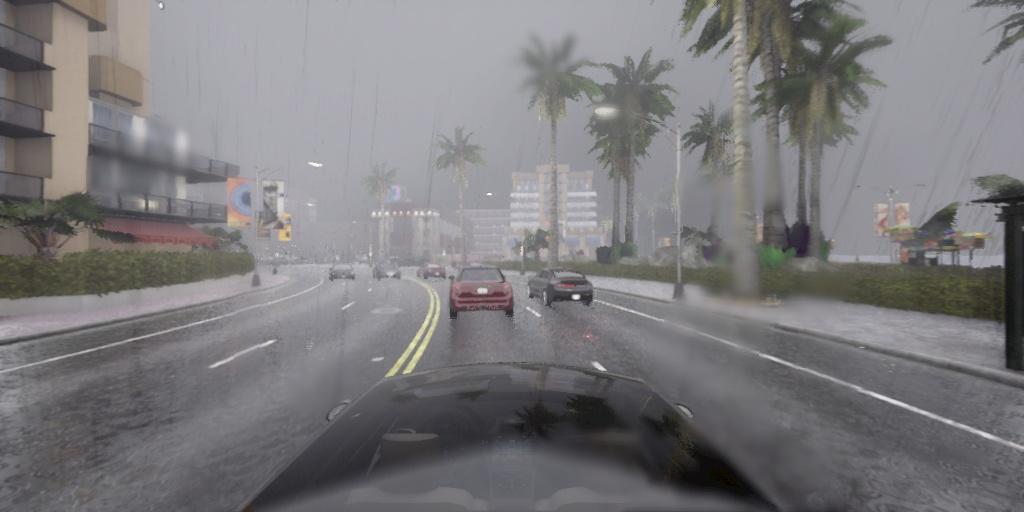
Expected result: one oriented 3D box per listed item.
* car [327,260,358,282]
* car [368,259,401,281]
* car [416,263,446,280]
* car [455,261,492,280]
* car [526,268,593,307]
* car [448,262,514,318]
[{"bbox_3d":[-14.422,1.352,30.470,1.812,1.442,4.674,0,0,-28],"label":"car"},{"bbox_3d":[-10.940,1.303,31.262,2.128,1.511,4.902,0,0,-28],"label":"car"},{"bbox_3d":[-7.271,1.322,32.187,1.812,1.442,4.674,0,0,-25],"label":"car"},{"bbox_3d":[-3.553,1.257,32.440,1.882,1.535,5.008,0,0,-24],"label":"car"},{"bbox_3d":[1.918,1.253,15.552,1.837,1.490,4.892,0,0,-10],"label":"car"},{"bbox_3d":[-1.256,1.112,13.307,2.097,1.767,4.553,0,0,-9],"label":"car"}]
